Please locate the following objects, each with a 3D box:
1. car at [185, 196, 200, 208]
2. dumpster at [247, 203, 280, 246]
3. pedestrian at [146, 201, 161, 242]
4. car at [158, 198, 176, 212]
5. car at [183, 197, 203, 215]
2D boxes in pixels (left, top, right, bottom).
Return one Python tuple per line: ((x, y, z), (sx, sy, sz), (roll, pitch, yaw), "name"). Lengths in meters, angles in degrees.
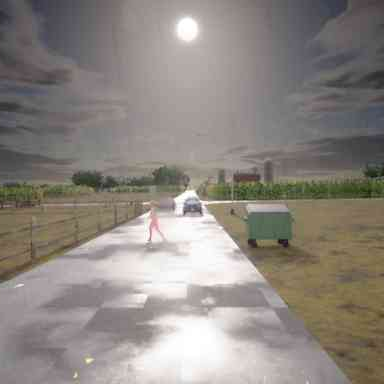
((0.073, 1.378, 46.065), (1.882, 1.535, 5.008), (0, 0, 0), "car")
((3.130, 1.378, 14.804), (1.020, 1.700, 1.940), (0, 0, 0), "dumpster")
((-1.682, 1.276, 14.599), (0.375, 1.860, 0.375), (0, 0, -15), "pedestrian")
((-2.826, 1.399, 38.133), (1.882, 1.535, 5.008), (0, 0, 0), "car")
((0.082, 1.461, 33.051), (1.812, 1.442, 4.674), (0, 0, 1), "car")
